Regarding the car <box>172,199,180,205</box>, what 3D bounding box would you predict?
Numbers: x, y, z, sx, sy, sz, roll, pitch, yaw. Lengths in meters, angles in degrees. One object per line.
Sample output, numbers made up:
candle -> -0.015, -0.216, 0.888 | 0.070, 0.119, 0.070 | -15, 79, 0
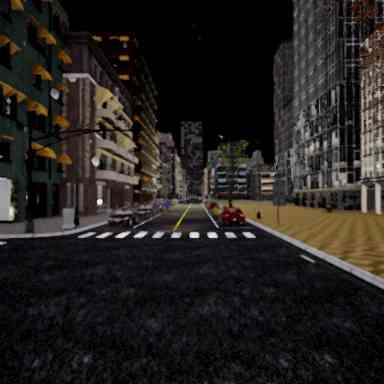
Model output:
car -> -4.449, 2.744, 92.350 | 2.008, 1.369, 4.403 | 0, -1, 1

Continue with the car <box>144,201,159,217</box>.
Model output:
car -> -5.177, 2.021, 37.034 | 2.008, 1.369, 4.403 | 0, -1, 1

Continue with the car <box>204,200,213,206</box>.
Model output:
car -> 3.713, 2.481, 75.645 | 1.887, 1.381, 4.507 | 0, -1, 1

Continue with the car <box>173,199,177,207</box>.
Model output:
car -> -4.740, 2.336, 70.225 | 1.967, 1.590, 4.097 | 0, -1, 1

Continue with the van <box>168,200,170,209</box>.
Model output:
van -> -4.959, 2.023, 53.631 | 1.690, 1.788, 3.998 | 0, -1, 1

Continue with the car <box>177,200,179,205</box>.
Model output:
car -> -4.522, 2.669, 86.818 | 2.008, 1.369, 4.403 | 0, -1, 1

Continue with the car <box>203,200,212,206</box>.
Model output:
car -> 3.786, 2.561, 81.177 | 2.008, 1.369, 4.403 | 0, -1, 1

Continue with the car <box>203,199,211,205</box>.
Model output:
car -> 3.858, 2.525, 86.709 | 1.967, 1.590, 4.097 | 0, -1, 1

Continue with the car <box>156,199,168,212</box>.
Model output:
car -> -5.031, 2.051, 48.098 | 1.967, 1.590, 4.097 | 0, -1, 1

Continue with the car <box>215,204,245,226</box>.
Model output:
car -> 3.057, 1.845, 25.859 | 1.887, 1.381, 4.507 | 0, -1, 1

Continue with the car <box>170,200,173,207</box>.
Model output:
car -> -4.885, 2.335, 59.159 | 1.802, 1.307, 4.206 | 0, -1, 1

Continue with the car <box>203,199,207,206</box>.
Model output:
car -> 3.569, 2.319, 64.752 | 1.752, 1.417, 4.829 | 0, -1, 1

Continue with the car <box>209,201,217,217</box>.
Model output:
car -> 3.204, 1.965, 37.093 | 1.752, 1.417, 4.829 | 0, -1, 1

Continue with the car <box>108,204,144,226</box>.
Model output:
car -> -5.322, 1.884, 25.969 | 2.008, 1.369, 4.403 | 0, -1, 1

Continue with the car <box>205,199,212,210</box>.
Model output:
car -> 3.421, 2.231, 53.517 | 1.802, 1.307, 4.206 | 0, -1, 1
